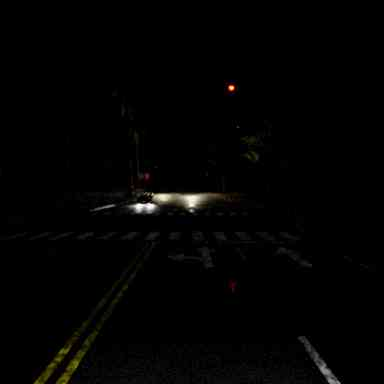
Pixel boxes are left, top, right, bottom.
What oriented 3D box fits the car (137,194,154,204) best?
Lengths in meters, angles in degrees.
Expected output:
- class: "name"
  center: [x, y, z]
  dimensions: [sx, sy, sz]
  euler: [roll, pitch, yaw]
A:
- class: "car"
  center: [-6.274, 0.866, 45.252]
  dimensions: [1.895, 1.301, 4.718]
  euler: [0, 1, -1]
